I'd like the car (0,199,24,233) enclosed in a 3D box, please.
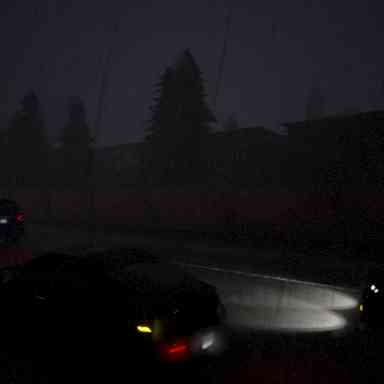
[{"bbox_3d":[-10.033,1.333,15.445,5.566,2.045,2.150,0,0,35],"label":"car"}]

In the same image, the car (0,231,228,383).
[{"bbox_3d":[-1.681,1.554,5.191,4.674,1.442,1.812,0,0,35],"label":"car"}]

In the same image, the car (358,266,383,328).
[{"bbox_3d":[4.789,1.556,4.876,4.181,1.385,1.994,-1,0,35],"label":"car"}]
